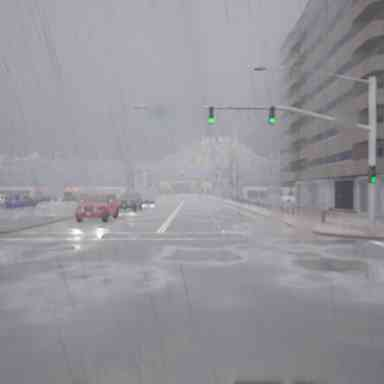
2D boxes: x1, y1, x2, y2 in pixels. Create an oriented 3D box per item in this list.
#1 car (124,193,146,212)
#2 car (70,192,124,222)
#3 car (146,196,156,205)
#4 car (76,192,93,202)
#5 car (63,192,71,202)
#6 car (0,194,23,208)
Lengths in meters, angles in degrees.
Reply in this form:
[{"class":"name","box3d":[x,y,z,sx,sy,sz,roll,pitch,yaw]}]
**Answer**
[{"class":"car","box3d":[-7.087,1.092,37.898,2.150,2.045,5.566,0,0,2]},{"class":"car","box3d":[-7.102,1.143,25.542,2.150,2.045,5.566,0,0,0]},{"class":"car","box3d":[-7.050,1.364,54.169,1.994,1.385,4.181,0,0,0]},{"class":"car","box3d":[-21.051,0.907,65.327,1.932,1.855,4.605,0,0,0]},{"class":"car","box3d":[-23.945,0.910,65.391,1.905,1.878,3.866,0,0,0]},{"class":"car","box3d":[-26.712,1.224,47.935,1.970,1.475,3.806,0,0,0]}]
